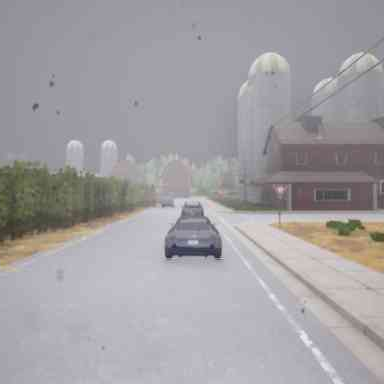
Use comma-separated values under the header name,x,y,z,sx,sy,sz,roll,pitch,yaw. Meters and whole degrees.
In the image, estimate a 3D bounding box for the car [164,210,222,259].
name,x,y,z,sx,sy,sz,roll,pitch,yaw
car,0.056,1.590,12.653,1.994,1.385,4.181,0,0,0

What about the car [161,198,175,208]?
name,x,y,z,sx,sy,sz,roll,pitch,yaw
car,-3.563,1.648,49.834,2.033,1.411,5.357,0,0,1

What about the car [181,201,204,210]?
name,x,y,z,sx,sy,sz,roll,pitch,yaw
car,0.061,1.545,29.188,2.128,1.511,4.902,0,0,0
